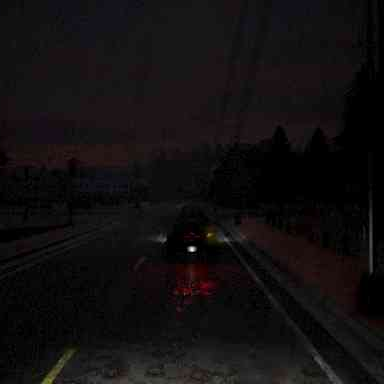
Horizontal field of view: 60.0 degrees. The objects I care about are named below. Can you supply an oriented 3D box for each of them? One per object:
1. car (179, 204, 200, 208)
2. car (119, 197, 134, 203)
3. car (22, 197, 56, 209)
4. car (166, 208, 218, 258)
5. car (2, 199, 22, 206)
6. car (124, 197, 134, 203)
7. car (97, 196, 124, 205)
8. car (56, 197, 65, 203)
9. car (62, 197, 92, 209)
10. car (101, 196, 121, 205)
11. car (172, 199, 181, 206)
[{"bbox_3d":[0.014,1.907,28.237,1.895,1.301,4.718,0,-1,0],"label":"car"},{"bbox_3d":[-17.992,2.233,91.884,3.806,1.475,1.970,0,-1,0],"label":"car"},{"bbox_3d":[-24.809,1.981,54.162,3.806,1.475,1.970,0,-1,0],"label":"car"},{"bbox_3d":[0.016,1.653,13.493,1.837,1.490,4.892,0,0,0],"label":"car"},{"bbox_3d":[-35.802,2.045,66.154,3.633,1.501,1.845,0,-1,0],"label":"car"},{"bbox_3d":[-17.667,2.086,85.467,5.027,1.636,2.152,0,-1,0],"label":"car"},{"bbox_3d":[-17.253,1.862,69.769,4.605,1.855,1.932,0,-1,0],"label":"car"},{"bbox_3d":[-35.051,2.063,88.604,4.605,1.855,1.932,0,-1,0],"label":"car"},{"bbox_3d":[-17.387,1.939,51.183,3.633,1.501,1.845,0,-1,0],"label":"car"},{"bbox_3d":[-17.665,1.872,72.675,3.866,1.878,1.905,0,-1,0],"label":"car"},{"bbox_3d":[-3.502,2.315,73.565,2.128,1.511,4.902,0,-1,0],"label":"car"}]
